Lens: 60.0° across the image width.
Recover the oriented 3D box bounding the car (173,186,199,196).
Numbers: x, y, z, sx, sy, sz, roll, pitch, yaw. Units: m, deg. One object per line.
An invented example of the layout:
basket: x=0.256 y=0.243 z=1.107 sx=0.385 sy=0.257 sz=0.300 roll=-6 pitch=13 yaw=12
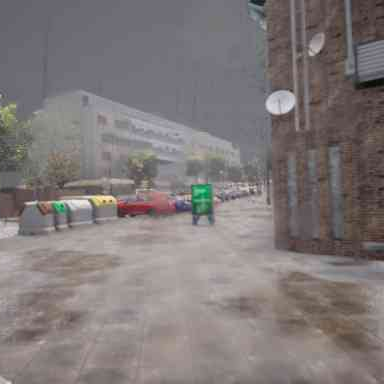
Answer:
car: x=-1.159 y=-0.144 z=66.389 sx=4.553 sy=1.767 sz=2.185 roll=-2 pitch=2 yaw=24

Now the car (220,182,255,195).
car: x=7.485 y=-0.237 z=55.361 sx=4.553 sy=1.767 sz=2.185 roll=-2 pitch=2 yaw=24

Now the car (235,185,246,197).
car: x=5.134 y=0.261 z=49.859 sx=4.674 sy=1.452 sz=2.002 roll=-2 pitch=2 yaw=24

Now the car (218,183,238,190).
car: x=9.981 y=-1.572 z=91.967 sx=4.892 sy=1.521 sz=2.231 roll=-2 pitch=2 yaw=24

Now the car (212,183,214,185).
car: x=1.059 y=-0.581 z=71.498 sx=5.566 sy=2.045 sz=2.435 roll=-2 pitch=2 yaw=24

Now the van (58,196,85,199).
van: x=-13.249 y=1.453 z=38.184 sx=4.442 sy=1.987 sz=1.878 roll=-2 pitch=2 yaw=24

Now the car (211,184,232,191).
car: x=7.720 y=-1.256 z=86.732 sx=5.008 sy=1.535 sz=2.097 roll=-2 pitch=2 yaw=24

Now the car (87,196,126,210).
car: x=-11.122 y=1.418 z=43.355 sx=4.674 sy=1.452 sz=2.002 roll=-2 pitch=2 yaw=24

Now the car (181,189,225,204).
car: x=0.630 y=0.864 z=39.019 sx=5.366 sy=1.575 sz=1.946 roll=-2 pitch=2 yaw=24

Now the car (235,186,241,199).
car: x=3.994 y=0.413 z=47.154 sx=4.792 sy=1.488 sz=2.163 roll=-2 pitch=2 yaw=24

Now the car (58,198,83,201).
car: x=-14.456 y=1.812 z=35.663 sx=4.892 sy=1.521 sz=2.231 roll=-2 pitch=1 yaw=24

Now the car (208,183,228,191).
car: x=6.618 y=-1.232 z=84.296 sx=4.553 sy=1.767 sz=2.185 roll=-2 pitch=2 yaw=24

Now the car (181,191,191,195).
car: x=-0.878 y=1.042 z=36.475 sx=5.366 sy=1.575 sz=1.946 roll=-2 pitch=2 yaw=24

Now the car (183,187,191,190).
car: x=-2.205 y=0.164 z=63.809 sx=4.792 sy=1.488 sz=2.163 roll=-2 pitch=2 yaw=24

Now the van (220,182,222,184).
van: x=4.312 y=-1.018 z=79.211 sx=4.442 sy=1.987 sz=1.878 roll=-2 pitch=2 yaw=24

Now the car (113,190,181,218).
car: x=-4.218 y=1.198 z=28.420 sx=5.566 sy=2.045 sz=2.435 roll=-2 pitch=1 yaw=24

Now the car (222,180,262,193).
car: x=8.651 y=-0.521 z=57.908 sx=5.566 sy=2.045 sz=2.435 roll=-2 pitch=2 yaw=24

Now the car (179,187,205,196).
car: x=-0.037 y=-0.145 z=68.952 sx=4.792 sy=1.488 sz=2.163 roll=-2 pitch=2 yaw=24

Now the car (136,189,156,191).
car: x=-7.784 y=0.911 z=51.026 sx=5.008 sy=1.535 sz=2.097 roll=-2 pitch=2 yaw=24

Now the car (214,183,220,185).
car: x=3.296 y=-0.611 z=76.625 sx=4.792 sy=1.488 sz=2.163 roll=-2 pitch=2 yaw=24

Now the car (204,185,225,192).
car: x=5.547 y=-0.912 z=81.732 sx=4.674 sy=1.452 sz=2.002 roll=-2 pitch=2 yaw=24

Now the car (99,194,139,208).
car: x=-10.055 y=1.230 z=45.795 sx=4.892 sy=1.521 sz=2.231 roll=-2 pitch=2 yaw=24

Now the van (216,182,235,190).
van: x=8.970 y=-1.648 z=89.352 sx=4.442 sy=1.987 sz=1.878 roll=-2 pitch=2 yaw=24

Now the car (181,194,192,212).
car: x=-3.001 y=1.331 z=31.111 sx=5.008 sy=1.535 sz=2.097 roll=-2 pitch=2 yaw=24

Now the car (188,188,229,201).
car: x=1.684 y=0.705 z=41.896 sx=4.892 sy=1.521 sz=2.231 roll=-2 pitch=2 yaw=24

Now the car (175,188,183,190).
car: x=-4.542 y=0.329 z=58.598 sx=4.553 sy=1.767 sz=2.185 roll=-2 pitch=2 yaw=24

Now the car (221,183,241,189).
car: x=11.104 y=-1.728 z=94.522 sx=4.892 sy=1.521 sz=2.231 roll=-2 pitch=2 yaw=24

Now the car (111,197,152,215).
car: x=-6.273 y=1.439 z=35.071 sx=1.812 sy=1.442 sz=4.674 roll=-2 pitch=2 yaw=23

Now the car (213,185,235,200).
car: x=2.819 y=0.421 z=44.457 sx=4.553 sy=1.767 sz=2.185 roll=-2 pitch=2 yaw=24

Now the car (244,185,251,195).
car: x=6.352 y=0.091 z=52.664 sx=4.674 sy=1.452 sz=2.002 roll=-2 pitch=2 yaw=24

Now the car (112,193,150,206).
car: x=-8.906 y=1.068 z=48.473 sx=4.892 sy=1.521 sz=2.231 roll=-2 pitch=2 yaw=24
